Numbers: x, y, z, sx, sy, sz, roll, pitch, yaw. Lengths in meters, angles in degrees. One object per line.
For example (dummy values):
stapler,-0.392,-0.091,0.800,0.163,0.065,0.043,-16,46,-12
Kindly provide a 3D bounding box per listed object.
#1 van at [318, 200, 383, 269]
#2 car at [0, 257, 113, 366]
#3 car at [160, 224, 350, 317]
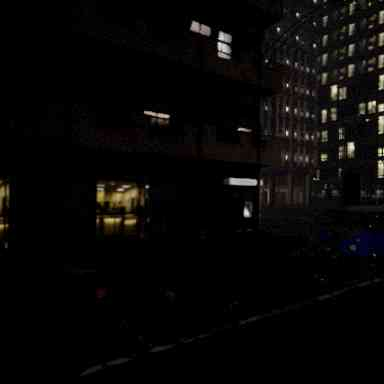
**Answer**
van,5.792,1.331,10.833,3.998,1.788,1.690,0,1,-35
car,-3.135,1.583,4.266,4.206,1.307,1.802,0,1,-35
car,1.376,1.561,7.482,4.313,1.339,1.947,0,1,-35
